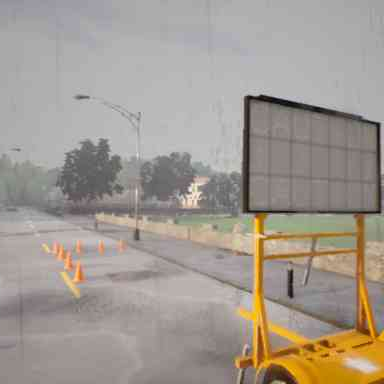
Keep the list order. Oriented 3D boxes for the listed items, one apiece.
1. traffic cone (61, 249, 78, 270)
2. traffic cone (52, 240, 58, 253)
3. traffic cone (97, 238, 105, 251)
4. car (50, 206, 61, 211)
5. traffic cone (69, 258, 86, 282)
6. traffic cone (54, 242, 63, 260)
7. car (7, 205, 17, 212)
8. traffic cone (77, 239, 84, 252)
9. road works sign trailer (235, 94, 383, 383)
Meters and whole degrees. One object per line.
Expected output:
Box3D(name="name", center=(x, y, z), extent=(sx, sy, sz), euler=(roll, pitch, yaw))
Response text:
Box3D(name="traffic cone", center=(-4.249, 2.349, 11.502), extent=(0.340, 0.580, 0.340), euler=(2, -3, -28))
Box3D(name="traffic cone", center=(-6.126, 2.456, 15.032), extent=(0.340, 0.580, 0.340), euler=(2, -3, -28))
Box3D(name="traffic cone", center=(-4.361, 2.523, 15.969), extent=(0.340, 0.580, 0.340), euler=(2, -3, -28))
Box3D(name="car", center=(-35.397, 4.292, 87.159), extent=(2.033, 1.415, 5.357), euler=(0, -2, 22))
Box3D(name="traffic cone", center=(-3.310, 2.295, 9.737), extent=(0.340, 0.580, 0.340), euler=(2, -3, -28))
Box3D(name="traffic cone", center=(-5.188, 2.402, 13.267), extent=(0.340, 0.580, 0.340), euler=(2, -3, -28))
Box3D(name="car", center=(-40.312, 3.729, 74.448), extent=(1.882, 1.535, 5.008), euler=(2, -3, -28))
Box3D(name="traffic cone", center=(-5.244, 2.489, 15.501), extent=(0.340, 0.580, 0.340), euler=(2, -3, -28))
Box3D(name="road works sign trailer", center=(1.502, 0.676, 4.414), extent=(2.380, 3.560, 2.880), euler=(2, -3, -28))
